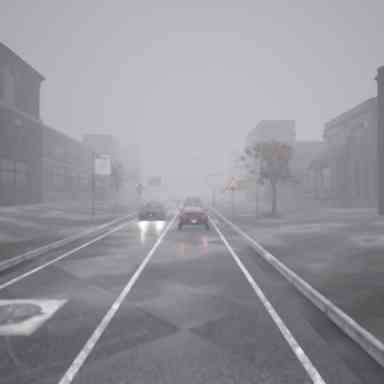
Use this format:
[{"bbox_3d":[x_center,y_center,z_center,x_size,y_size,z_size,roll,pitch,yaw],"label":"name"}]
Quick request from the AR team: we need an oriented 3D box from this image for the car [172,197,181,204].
[{"bbox_3d":[-3.000,1.694,67.421,1.812,1.442,4.674,0,-1,0],"label":"car"}]

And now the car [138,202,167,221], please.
[{"bbox_3d":[-3.094,1.505,26.920,1.994,1.385,4.181,0,1,0],"label":"car"}]

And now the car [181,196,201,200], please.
[{"bbox_3d":[0.102,1.273,39.110,2.097,1.767,4.553,0,0,0],"label":"car"}]

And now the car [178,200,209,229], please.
[{"bbox_3d":[0.102,1.496,21.388,1.812,1.442,4.674,0,0,0],"label":"car"}]
